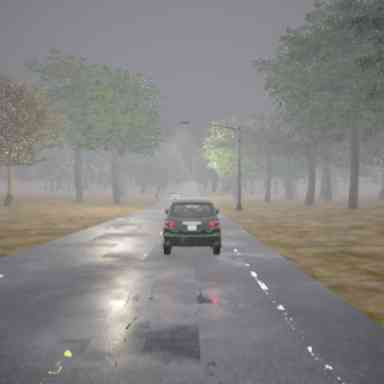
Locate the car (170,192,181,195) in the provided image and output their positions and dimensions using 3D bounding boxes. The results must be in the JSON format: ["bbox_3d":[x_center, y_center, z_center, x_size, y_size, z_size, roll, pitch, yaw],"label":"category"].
[{"bbox_3d":[-3.496,0.997,70.954,2.150,2.045,5.566,0,1,0],"label":"car"}]

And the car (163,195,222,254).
[{"bbox_3d":[0.002,1.311,14.030,2.150,2.045,5.566,0,0,0],"label":"car"}]

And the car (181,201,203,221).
[{"bbox_3d":[0.006,1.636,29.376,1.812,1.442,4.674,0,0,0],"label":"car"}]
